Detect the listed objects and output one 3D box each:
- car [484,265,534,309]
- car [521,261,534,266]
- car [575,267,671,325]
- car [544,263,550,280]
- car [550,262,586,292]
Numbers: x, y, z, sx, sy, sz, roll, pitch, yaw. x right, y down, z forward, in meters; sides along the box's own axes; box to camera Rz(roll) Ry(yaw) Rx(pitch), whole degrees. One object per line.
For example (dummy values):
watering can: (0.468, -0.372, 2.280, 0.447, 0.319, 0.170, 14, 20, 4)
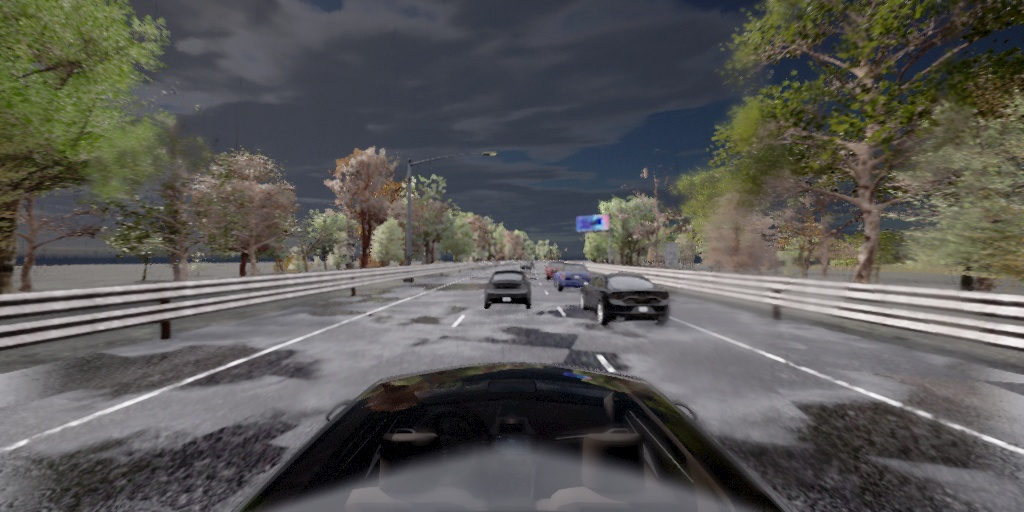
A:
car: (-0.083, 1.347, 15.563, 1.837, 1.490, 4.892, 0, 0, 3)
car: (2.403, 1.775, 61.266, 1.895, 1.301, 4.718, 0, 0, 5)
car: (3.574, 1.299, 12.151, 1.882, 1.535, 5.008, 0, 0, 1)
car: (4.192, 1.322, 33.868, 2.097, 1.767, 4.553, 0, 0, 2)
car: (3.807, 1.247, 22.997, 2.097, 1.767, 4.553, 0, 0, 2)
